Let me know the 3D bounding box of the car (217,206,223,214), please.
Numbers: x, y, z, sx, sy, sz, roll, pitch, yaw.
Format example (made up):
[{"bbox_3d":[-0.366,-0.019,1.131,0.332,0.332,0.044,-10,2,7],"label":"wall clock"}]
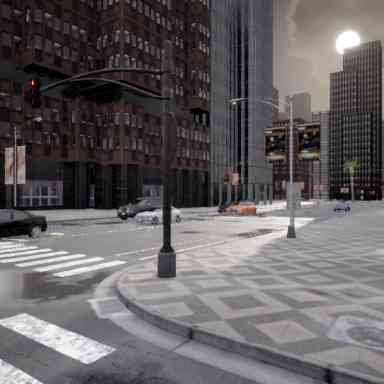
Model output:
[{"bbox_3d":[5.046,2.143,43.691,1.994,1.385,4.181,0,-1,36],"label":"car"}]

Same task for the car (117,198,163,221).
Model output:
[{"bbox_3d":[-4.269,1.567,30.551,2.150,2.045,5.566,0,-1,35],"label":"car"}]

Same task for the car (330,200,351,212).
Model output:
[{"bbox_3d":[24.268,2.428,53.660,2.033,1.411,5.357,0,-1,34],"label":"car"}]

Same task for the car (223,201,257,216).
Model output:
[{"bbox_3d":[5.965,1.892,39.372,2.097,1.767,4.553,0,-1,35],"label":"car"}]

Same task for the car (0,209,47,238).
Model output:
[{"bbox_3d":[-9.601,1.616,16.375,1.882,1.535,5.008,0,-1,27],"label":"car"}]

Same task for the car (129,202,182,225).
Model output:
[{"bbox_3d":[-2.635,1.850,27.237,1.812,1.442,4.674,0,0,36],"label":"car"}]
